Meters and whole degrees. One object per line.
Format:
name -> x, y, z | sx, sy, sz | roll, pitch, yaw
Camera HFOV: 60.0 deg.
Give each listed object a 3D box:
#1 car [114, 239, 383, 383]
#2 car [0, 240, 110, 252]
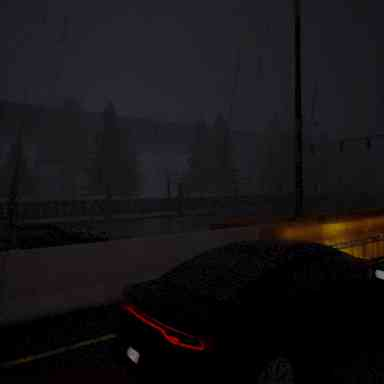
car -> 1.423, 1.424, 4.763 | 5.008, 1.535, 1.882 | -1, 1, -35
car -> -4.803, 1.583, 9.150 | 4.718, 1.301, 1.895 | -1, 1, -35
